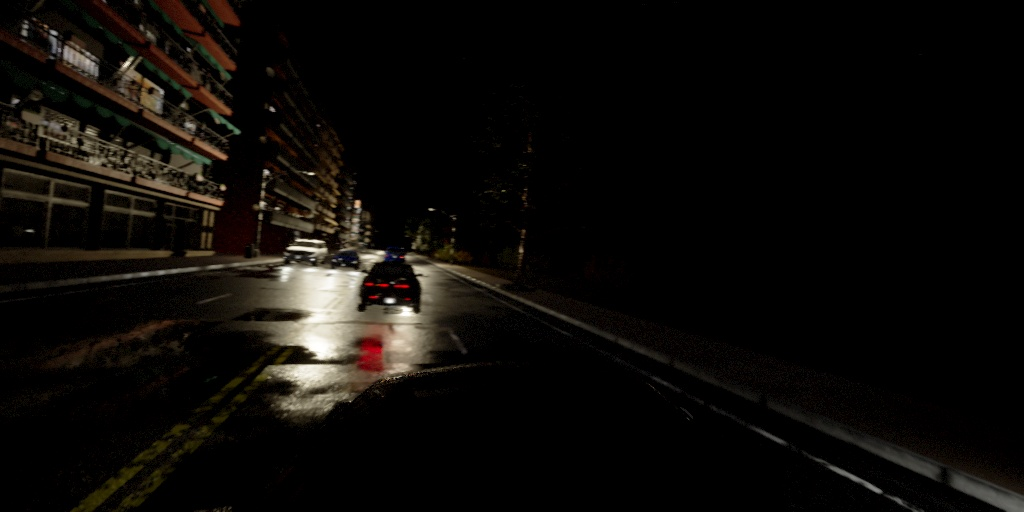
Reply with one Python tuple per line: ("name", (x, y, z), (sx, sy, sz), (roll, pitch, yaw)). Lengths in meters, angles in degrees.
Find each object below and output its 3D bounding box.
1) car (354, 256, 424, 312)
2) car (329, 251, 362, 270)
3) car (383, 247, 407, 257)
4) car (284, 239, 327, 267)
("car", (-4.186, 0.954, 12.501), (1.837, 1.490, 4.892), (5, 0, -18))
("car", (-12.774, 0.314, 27.914), (1.812, 1.442, 4.674), (5, 0, -18))
("car", (-12.200, 0.122, 37.384), (2.150, 2.045, 5.566), (5, 0, -18))
("car", (-16.470, -0.313, 28.911), (2.150, 2.045, 5.566), (5, 0, -18))
